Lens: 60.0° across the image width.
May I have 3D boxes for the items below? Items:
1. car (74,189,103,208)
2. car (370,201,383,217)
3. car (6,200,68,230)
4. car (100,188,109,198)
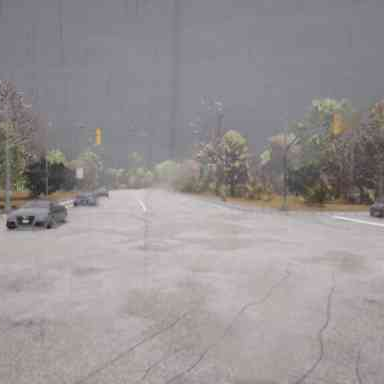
[{"bbox_3d":[-10.005,0.696,31.796,1.994,1.385,4.181,0,2,-10],"label":"car"},{"bbox_3d":[14.205,0.865,21.841,4.553,1.767,2.097,1,1,-7],"label":"car"},{"bbox_3d":[-7.842,1.097,17.197,1.994,1.385,4.181,0,2,-7],"label":"car"},{"bbox_3d":[-14.288,0.123,53.241,2.033,1.411,5.357,0,1,-12],"label":"car"}]
